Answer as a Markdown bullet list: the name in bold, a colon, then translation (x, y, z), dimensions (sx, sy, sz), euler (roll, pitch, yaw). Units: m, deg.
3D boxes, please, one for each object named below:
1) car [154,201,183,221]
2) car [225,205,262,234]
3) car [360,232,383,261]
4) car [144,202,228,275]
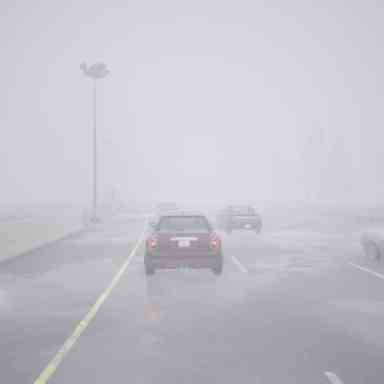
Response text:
- **car**: translation (-2.143, 1.556, 28.859), dimensions (2.033, 1.411, 5.357), euler (0, 0, -8)
- **car**: translation (2.553, 1.489, 18.986), dimensions (2.128, 1.511, 4.902), euler (0, 0, -5)
- **car**: translation (6.789, 1.589, 9.321), dimensions (1.895, 1.301, 4.718), euler (0, 0, -3)
- **car**: translation (-0.318, 1.354, 10.686), dimensions (2.097, 1.767, 4.553), euler (0, 0, -3)
